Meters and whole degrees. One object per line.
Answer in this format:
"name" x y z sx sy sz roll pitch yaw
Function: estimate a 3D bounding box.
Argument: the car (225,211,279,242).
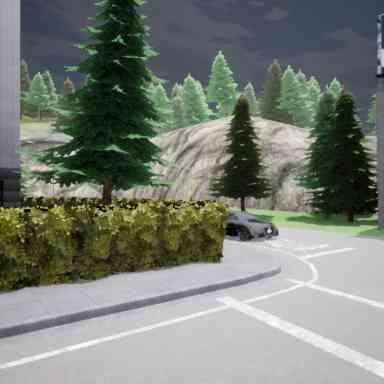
"car" 2.504 1.740 17.744 1.994 1.385 4.181 0 0 -40
